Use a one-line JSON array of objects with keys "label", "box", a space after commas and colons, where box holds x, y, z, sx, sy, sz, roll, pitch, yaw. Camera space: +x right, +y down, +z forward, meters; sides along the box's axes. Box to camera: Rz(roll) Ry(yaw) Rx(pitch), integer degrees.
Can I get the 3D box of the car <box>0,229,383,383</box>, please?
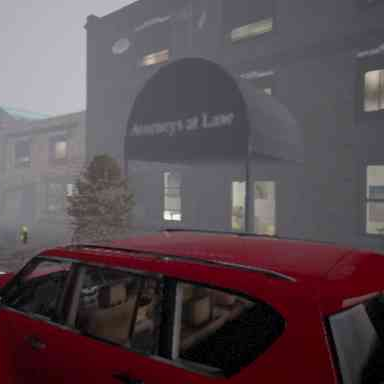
[{"label": "car", "box": [-0.568, 1.322, 3.260, 5.009, 1.841, 2.192, 0, 1, 35]}]
